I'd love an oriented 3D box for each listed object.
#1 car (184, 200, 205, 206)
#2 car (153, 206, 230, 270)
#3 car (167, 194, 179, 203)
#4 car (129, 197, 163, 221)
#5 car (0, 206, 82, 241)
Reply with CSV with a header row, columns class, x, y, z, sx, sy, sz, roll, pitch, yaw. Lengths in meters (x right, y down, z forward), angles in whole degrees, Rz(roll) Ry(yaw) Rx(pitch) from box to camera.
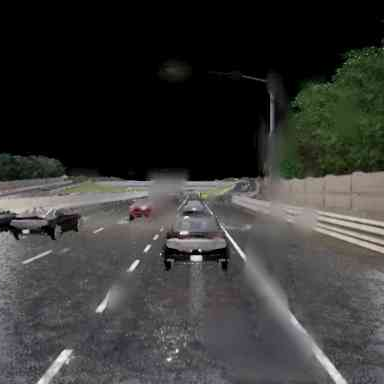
class,x,y,z,sx,sy,sz,roll,pitch,yaw
car,0.201,1.363,29.520,1.994,1.385,4.181,0,0,0
car,0.118,1.446,10.873,2.128,1.511,4.902,0,0,0
car,-3.191,1.043,57.563,1.882,1.535,5.008,0,0,0
car,-3.423,1.183,25.646,2.097,1.767,4.553,0,0,0
car,-6.865,1.402,16.178,2.128,1.511,4.902,0,0,0
